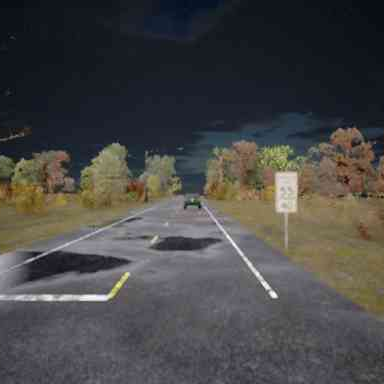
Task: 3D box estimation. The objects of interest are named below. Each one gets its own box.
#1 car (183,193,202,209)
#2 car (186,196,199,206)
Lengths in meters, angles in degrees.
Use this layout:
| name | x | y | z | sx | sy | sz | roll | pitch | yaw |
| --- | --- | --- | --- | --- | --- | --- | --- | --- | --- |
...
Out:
| name | x | y | z | sx | sy | sz | roll | pitch | yaw |
| --- | --- | --- | --- | --- | --- | --- | --- | --- | --- |
| car | 0.053 | 1.097 | 42.628 | 2.150 | 2.045 | 5.566 | 0 | 0 | 0 |
| car | 0.066 | 1.402 | 53.018 | 2.033 | 1.411 | 5.357 | 0 | 0 | 0 |
